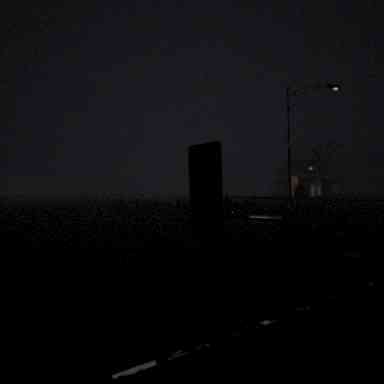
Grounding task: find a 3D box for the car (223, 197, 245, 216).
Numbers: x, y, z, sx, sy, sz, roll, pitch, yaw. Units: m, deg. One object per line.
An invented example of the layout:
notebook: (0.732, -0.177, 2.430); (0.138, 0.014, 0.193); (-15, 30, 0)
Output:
car: (2.208, 1.172, 27.064); (1.837, 1.490, 4.892); (-3, 2, -37)
